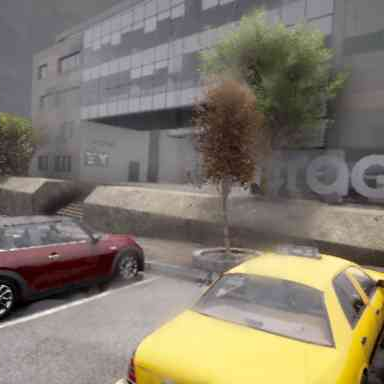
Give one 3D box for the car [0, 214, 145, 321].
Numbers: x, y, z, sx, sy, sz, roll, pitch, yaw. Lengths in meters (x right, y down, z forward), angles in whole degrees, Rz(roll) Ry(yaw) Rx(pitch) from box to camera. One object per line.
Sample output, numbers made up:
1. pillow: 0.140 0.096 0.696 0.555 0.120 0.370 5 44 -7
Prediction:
1. car: -3.177 1.310 7.504 2.185 1.767 4.553 0 0 36
